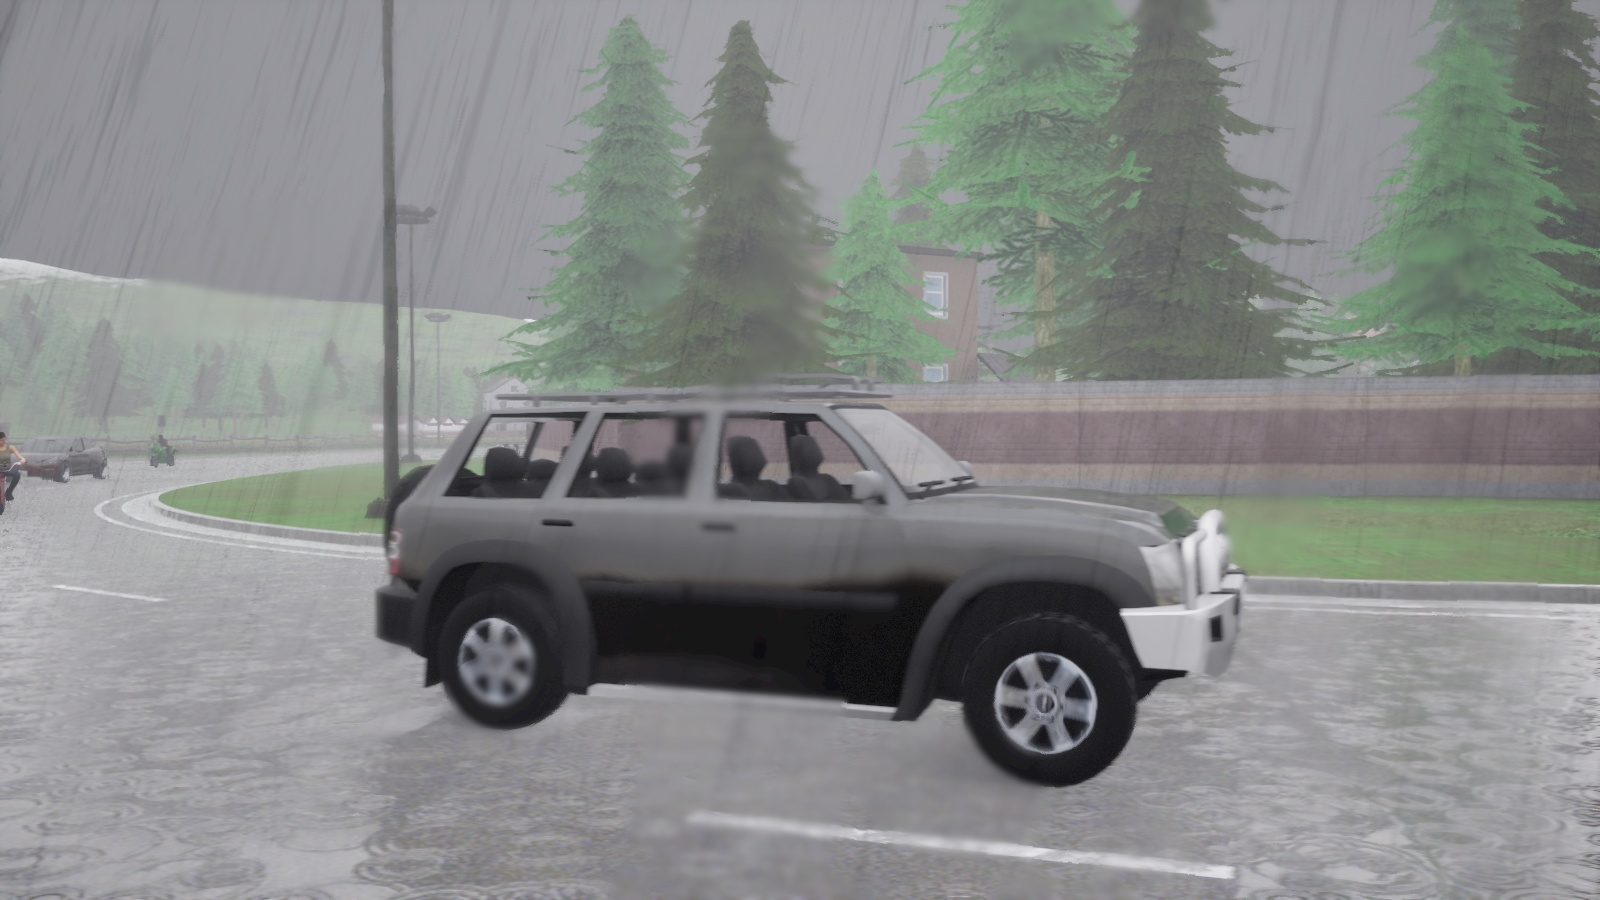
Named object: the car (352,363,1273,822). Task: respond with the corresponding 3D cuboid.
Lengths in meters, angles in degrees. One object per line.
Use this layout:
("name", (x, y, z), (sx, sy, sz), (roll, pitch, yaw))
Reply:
("car", (0.078, 0.540, 6.824), (4.605, 1.855, 1.932), (1, 1, 22))

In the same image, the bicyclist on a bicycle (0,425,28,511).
("bicyclist on a bicycle", (-15.512, 0.330, 24.364), (0.866, 1.612, 1.509), (1, 1, -30))

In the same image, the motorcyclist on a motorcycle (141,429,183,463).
("motorcyclist on a motorcycle", (-29.027, -0.178, 57.168), (0.797, 1.523, 2.044), (0, 1, 1))

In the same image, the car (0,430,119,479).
("car", (-24.390, 0.103, 41.101), (2.163, 1.488, 4.792), (0, 1, -8))
